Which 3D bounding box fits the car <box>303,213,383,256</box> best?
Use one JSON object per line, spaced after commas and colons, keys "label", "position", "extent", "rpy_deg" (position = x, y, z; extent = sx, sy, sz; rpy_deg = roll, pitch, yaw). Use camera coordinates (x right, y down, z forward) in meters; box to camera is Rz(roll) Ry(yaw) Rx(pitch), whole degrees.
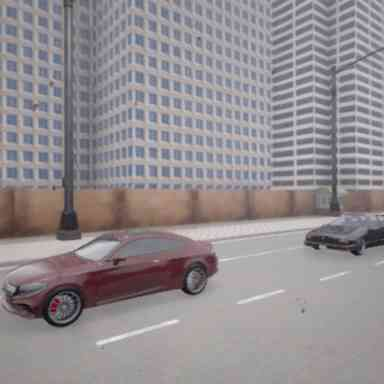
{"label": "car", "position": [6.863, 1.594, 13.621], "extent": [5.357, 1.411, 2.033], "rpy_deg": [0, 0, -36]}

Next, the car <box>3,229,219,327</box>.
{"label": "car", "position": [-1.461, 1.579, 7.280], "extent": [4.674, 1.442, 1.812], "rpy_deg": [0, 0, -37]}
